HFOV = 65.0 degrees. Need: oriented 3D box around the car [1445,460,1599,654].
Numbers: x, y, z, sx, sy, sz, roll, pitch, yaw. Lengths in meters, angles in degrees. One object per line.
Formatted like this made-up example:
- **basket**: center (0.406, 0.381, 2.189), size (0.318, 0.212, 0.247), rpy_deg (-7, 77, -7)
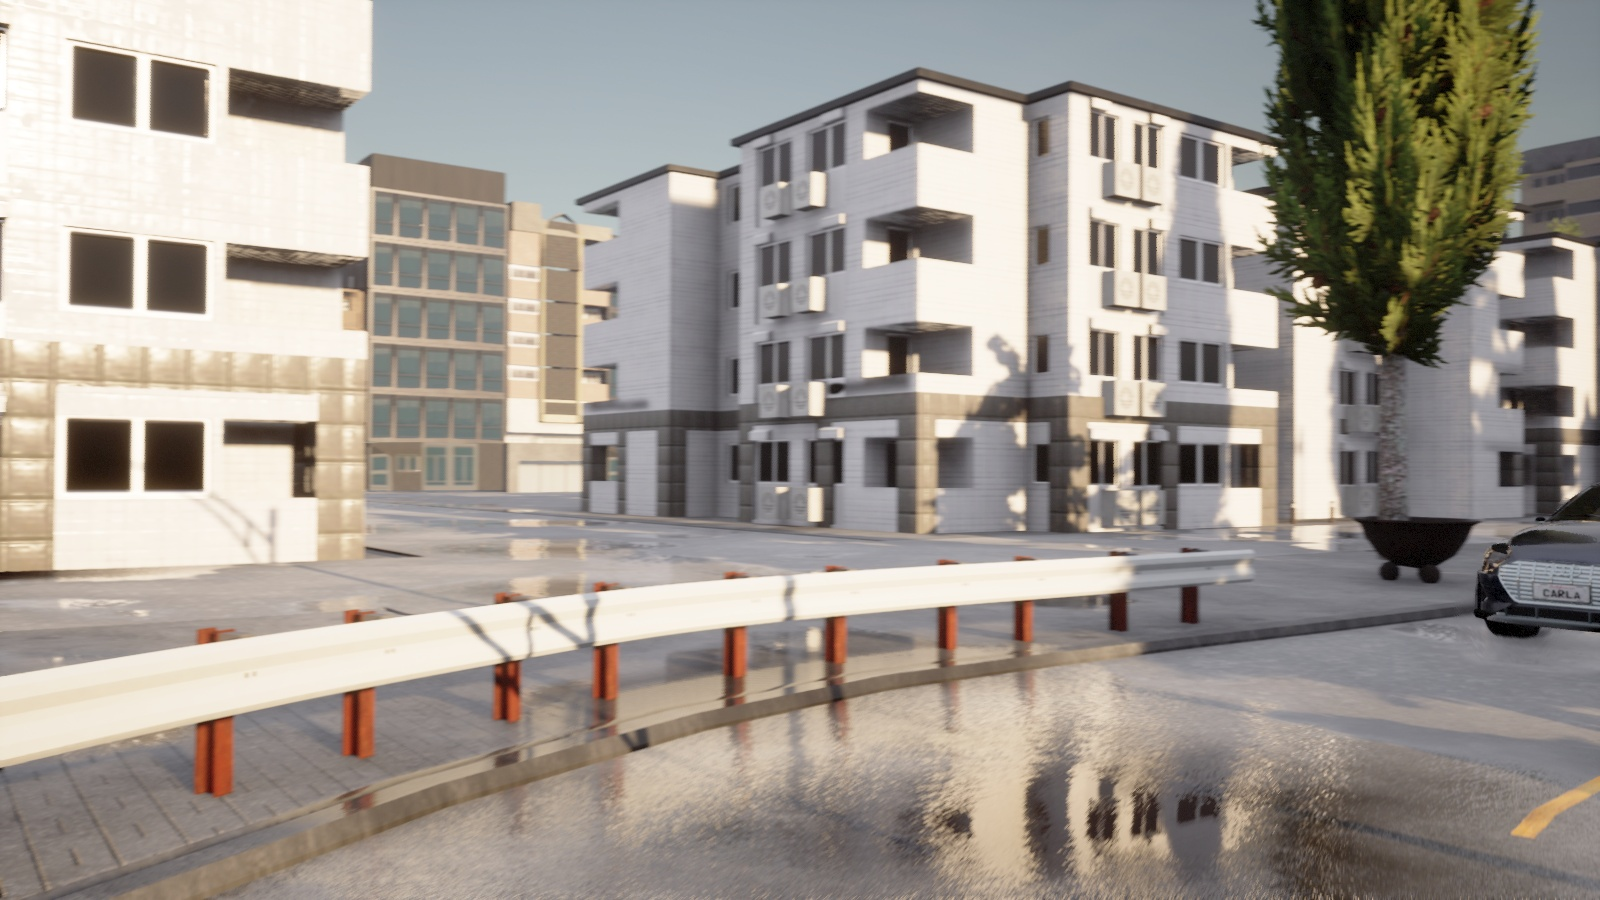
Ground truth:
- **car**: center (8.624, 0.940, 12.381), size (4.856, 1.649, 2.033), rpy_deg (1, -1, -36)
